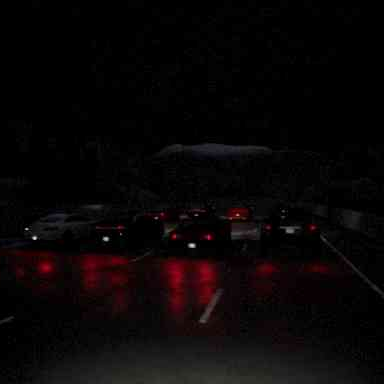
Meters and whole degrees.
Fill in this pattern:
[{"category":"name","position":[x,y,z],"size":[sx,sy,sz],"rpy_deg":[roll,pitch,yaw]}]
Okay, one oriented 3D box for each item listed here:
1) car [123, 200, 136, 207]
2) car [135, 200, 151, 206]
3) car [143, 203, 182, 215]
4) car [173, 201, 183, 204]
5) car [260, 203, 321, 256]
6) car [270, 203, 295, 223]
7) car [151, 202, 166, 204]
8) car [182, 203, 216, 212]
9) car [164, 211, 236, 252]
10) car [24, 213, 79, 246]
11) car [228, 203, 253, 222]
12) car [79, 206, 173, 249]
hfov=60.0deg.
[{"category":"car","position":[-13.347,2.757,73.819],"size":[2.150,2.045,5.566],"rpy_deg":[-1,-2,14]},{"category":"car","position":[-9.944,3.002,72.983],"size":[2.128,1.511,4.902],"rpy_deg":[-1,-2,14]},{"category":"car","position":[-2.565,1.975,30.755],"size":[1.895,1.301,4.718],"rpy_deg":[-1,-1,14]},{"category":"car","position":[-3.152,2.721,71.305],"size":[2.097,1.767,4.553],"rpy_deg":[-1,-2,14]},{"category":"car","position":[3.930,1.402,13.605],"size":[2.097,1.767,4.553],"rpy_deg":[-1,-1,14]},{"category":"car","position":[7.666,1.716,28.383],"size":[1.837,1.490,4.892],"rpy_deg":[-1,-1,14]},{"category":"car","position":[-6.551,2.946,72.127],"size":[2.128,1.511,4.902],"rpy_deg":[-1,-2,14]},{"category":"car","position":[0.930,1.801,30.284],"size":[1.882,1.535,5.008],"rpy_deg":[-1,-1,14]},{"category":"car","position":[0.546,1.709,14.485],"size":[1.895,1.301,4.718],"rpy_deg":[-1,-1,14]},{"category":"car","position":[-6.161,1.748,16.498],"size":[1.812,1.442,4.674],"rpy_deg":[-1,0,14]},{"category":"car","position":[4.318,1.745,29.408],"size":[1.882,1.535,5.008],"rpy_deg":[-1,-1,14]},{"category":"car","position":[-2.799,1.658,15.529],"size":[2.128,1.511,4.902],"rpy_deg":[-1,-1,14]}]
